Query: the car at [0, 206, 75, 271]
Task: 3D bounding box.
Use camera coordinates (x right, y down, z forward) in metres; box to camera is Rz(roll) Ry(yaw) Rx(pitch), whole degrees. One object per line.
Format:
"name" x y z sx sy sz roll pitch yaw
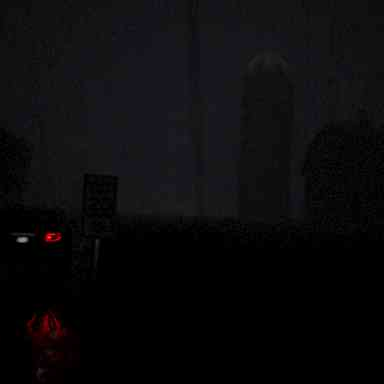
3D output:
"car" -5.620 1.546 12.107 2.150 2.045 5.566 3 -3 -16
